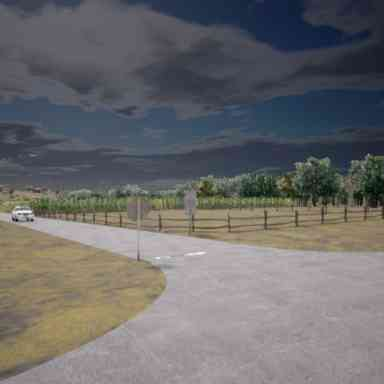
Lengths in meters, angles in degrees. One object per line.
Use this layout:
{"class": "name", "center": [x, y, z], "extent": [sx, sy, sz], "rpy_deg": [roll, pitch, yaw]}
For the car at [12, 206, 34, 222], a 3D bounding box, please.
{"class": "car", "center": [-23.630, 3.030, 46.373], "extent": [2.150, 2.045, 5.566], "rpy_deg": [1, -3, -35]}
